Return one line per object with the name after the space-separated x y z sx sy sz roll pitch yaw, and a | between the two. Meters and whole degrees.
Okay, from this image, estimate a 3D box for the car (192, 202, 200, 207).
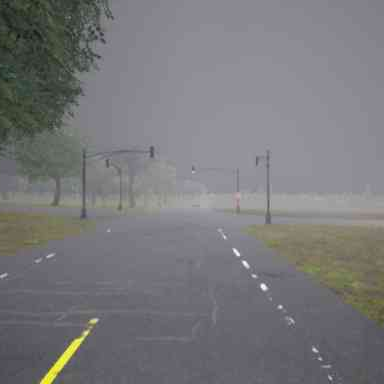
1.008 3.360 87.218 1.994 1.385 4.181 0 -2 1 | car
